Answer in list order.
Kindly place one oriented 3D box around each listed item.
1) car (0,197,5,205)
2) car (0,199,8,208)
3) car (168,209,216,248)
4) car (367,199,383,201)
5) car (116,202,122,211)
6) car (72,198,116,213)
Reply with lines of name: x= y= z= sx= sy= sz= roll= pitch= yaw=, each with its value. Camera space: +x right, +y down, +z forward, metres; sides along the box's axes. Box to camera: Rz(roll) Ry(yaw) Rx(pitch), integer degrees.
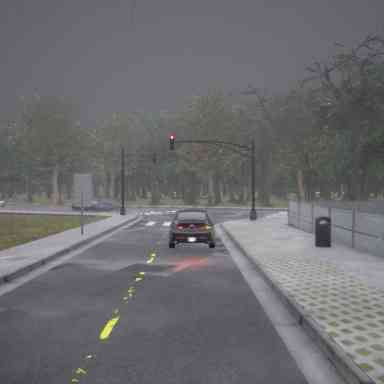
car: x=-35.346 y=1.554 z=58.036 sx=4.902 sy=1.511 sz=2.128 roll=0 pitch=0 yaw=24
car: x=-28.650 y=1.559 z=47.918 sx=4.674 sy=1.442 sz=1.812 roll=0 pitch=0 yaw=23
car: x=0.001 y=1.508 z=14.736 sx=1.837 sy=1.490 sz=4.892 roll=0 pitch=0 yaw=0
car: x=17.271 y=1.463 z=31.858 sx=4.902 sy=1.511 sz=2.128 roll=0 pitch=0 yaw=23
car: x=-10.479 y=1.503 z=40.071 sx=4.902 sy=1.511 sz=2.128 roll=0 pitch=0 yaw=23
car: x=-11.171 y=1.525 z=36.831 sx=4.674 sy=1.442 sz=1.812 roll=0 pitch=0 yaw=23
